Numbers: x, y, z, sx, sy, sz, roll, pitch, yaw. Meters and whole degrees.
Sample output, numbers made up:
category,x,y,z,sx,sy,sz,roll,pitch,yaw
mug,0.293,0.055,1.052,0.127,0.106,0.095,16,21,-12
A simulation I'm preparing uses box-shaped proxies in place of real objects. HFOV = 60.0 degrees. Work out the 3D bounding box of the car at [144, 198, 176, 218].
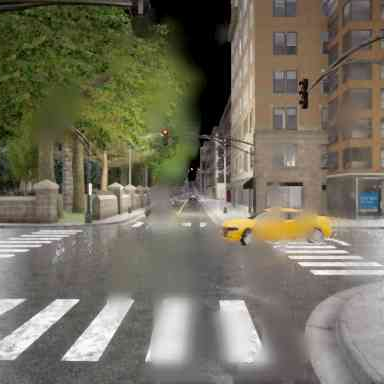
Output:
category,x,y,z,sx,sy,sz,roll,pitch,yaw
car,-2.998,1.526,30.708,2.033,1.411,5.357,0,0,4

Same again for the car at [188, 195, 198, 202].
category,x,y,z,sx,sy,sz,roll,pitch,yaw
car,0.210,1.424,70.816,1.812,1.442,4.674,0,0,0

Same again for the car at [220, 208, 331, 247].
category,x,y,z,sx,sy,sz,roll,pitch,yaw
car,3.703,1.481,14.879,5.008,1.535,1.882,0,0,-14

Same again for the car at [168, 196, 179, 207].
category,x,y,z,sx,sy,sz,roll,pitch,yaw
car,-2.997,1.465,40.780,1.837,1.490,4.892,0,0,0
